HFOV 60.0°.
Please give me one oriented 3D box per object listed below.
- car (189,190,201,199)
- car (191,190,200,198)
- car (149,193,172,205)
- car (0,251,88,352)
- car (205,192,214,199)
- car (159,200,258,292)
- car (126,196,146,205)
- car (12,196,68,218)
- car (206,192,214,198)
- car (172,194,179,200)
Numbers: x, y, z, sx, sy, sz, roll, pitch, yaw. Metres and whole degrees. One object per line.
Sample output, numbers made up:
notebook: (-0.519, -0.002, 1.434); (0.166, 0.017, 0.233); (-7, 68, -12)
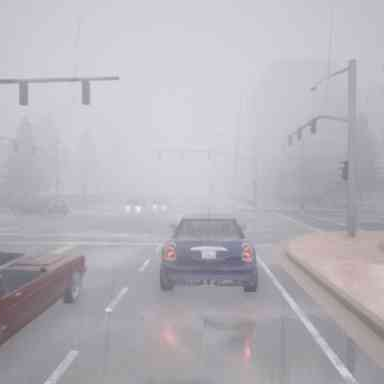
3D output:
car: (0.471, 0.886, 73.565); (1.812, 1.442, 4.674); (0, 0, 3)
car: (0.960, 0.507, 83.287); (2.150, 2.045, 5.566); (0, 0, 3)
car: (-4.425, 1.147, 47.522); (1.994, 1.385, 4.181); (0, 1, 3)
car: (-3.232, 1.551, 5.070); (1.895, 1.301, 4.718); (0, 0, 2)
car: (4.016, 0.914, 74.385); (1.994, 1.385, 4.181); (0, 0, 3)
car: (0.429, 1.276, 8.895); (2.097, 1.767, 4.553); (0, 1, 2)
car: (-7.942, 1.181, 47.297); (1.895, 1.301, 4.718); (0, 0, 3)
car: (-12.533, 1.096, 27.361); (4.553, 1.767, 2.097); (0, 1, 21)
car: (4.453, 0.766, 83.084); (1.882, 1.535, 5.008); (0, 0, 3)
car: (-3.582, 1.012, 63.227); (1.994, 1.385, 4.181); (0, 1, 4)
